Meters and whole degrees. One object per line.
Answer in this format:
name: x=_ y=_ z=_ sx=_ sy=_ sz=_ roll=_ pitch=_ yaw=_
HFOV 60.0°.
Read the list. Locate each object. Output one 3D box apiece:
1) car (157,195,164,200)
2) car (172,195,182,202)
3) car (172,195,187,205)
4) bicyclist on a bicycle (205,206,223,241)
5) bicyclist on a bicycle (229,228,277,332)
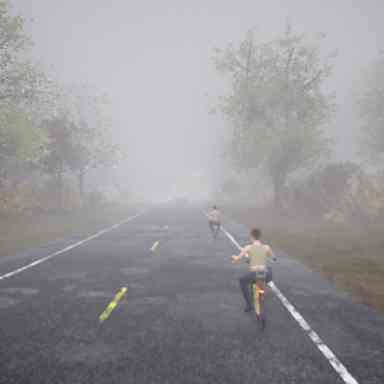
car: x=-8.324 y=1.563 z=88.854 sx=1.895 sy=1.301 sz=4.718 roll=0 pitch=0 yaw=-6
car: x=-3.338 y=1.471 z=73.801 sx=1.837 sy=1.490 sz=4.892 roll=0 pitch=0 yaw=-6
car: x=-1.932 y=1.474 z=59.904 sx=2.128 sy=1.511 sz=4.902 roll=0 pitch=0 yaw=-5
bicyclist on a bicycle: x=1.069 y=1.440 z=15.549 sx=0.866 sy=1.612 sz=1.509 roll=0 pitch=0 yaw=0
bicyclist on a bicycle: x=1.112 y=1.433 z=5.847 sx=0.866 sy=1.612 sz=1.509 roll=0 pitch=0 yaw=0
